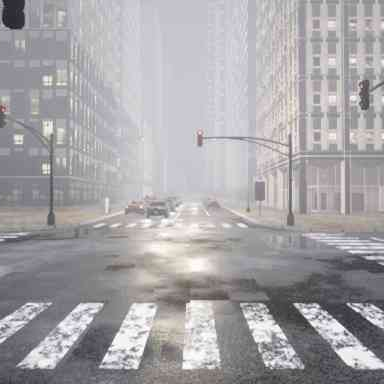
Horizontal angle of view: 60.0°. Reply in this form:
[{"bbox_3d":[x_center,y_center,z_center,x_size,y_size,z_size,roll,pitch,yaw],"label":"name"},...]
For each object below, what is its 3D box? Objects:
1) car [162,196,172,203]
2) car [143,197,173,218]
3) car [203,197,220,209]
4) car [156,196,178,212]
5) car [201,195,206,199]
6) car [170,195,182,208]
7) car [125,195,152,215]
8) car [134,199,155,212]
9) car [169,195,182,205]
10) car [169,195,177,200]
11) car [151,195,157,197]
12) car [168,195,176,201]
[{"bbox_3d":[-5.447,1.572,72.752,1.887,1.381,4.507,1,0,0],"label":"car"},{"bbox_3d":[-3.004,1.516,30.266,1.837,1.490,4.892,0,0,0],"label":"car"},{"bbox_3d":[2.844,1.599,44.912,1.802,1.307,4.206,1,0,0],"label":"car"},{"bbox_3d":[-2.974,1.519,39.682,1.837,1.490,4.892,0,0,0],"label":"car"},{"bbox_3d":[2.882,1.546,56.237,1.752,1.417,4.829,1,0,0],"label":"car"},{"bbox_3d":[-2.942,1.370,48.737,2.097,1.767,4.553,0,0,0],"label":"car"},{"bbox_3d":[-5.568,1.452,33.726,1.967,1.590,4.097,1,0,0],"label":"car"},{"bbox_3d":[-5.554,1.596,39.301,1.802,1.307,4.206,1,0,0],"label":"car"},{"bbox_3d":[-2.873,1.374,58.390,2.097,1.767,4.553,0,0,1],"label":"car"},{"bbox_3d":[-5.378,1.603,95.052,1.947,1.339,4.313,1,0,0],"label":"car"},{"bbox_3d":[-5.531,1.332,44.876,2.192,1.841,5.009,1,0,0],"label":"car"},{"bbox_3d":[-5.395,1.586,89.477,2.008,1.369,4.403,1,0,0],"label":"car"}]
